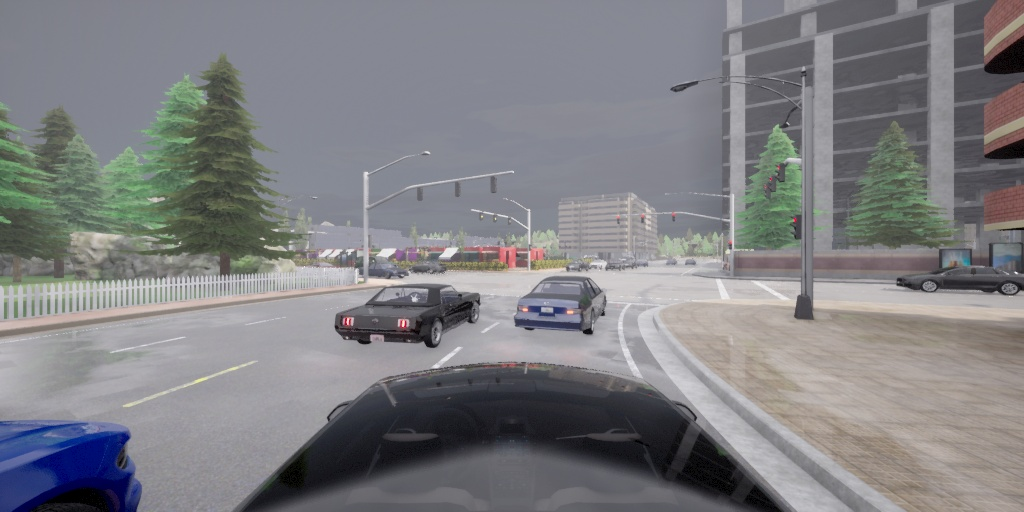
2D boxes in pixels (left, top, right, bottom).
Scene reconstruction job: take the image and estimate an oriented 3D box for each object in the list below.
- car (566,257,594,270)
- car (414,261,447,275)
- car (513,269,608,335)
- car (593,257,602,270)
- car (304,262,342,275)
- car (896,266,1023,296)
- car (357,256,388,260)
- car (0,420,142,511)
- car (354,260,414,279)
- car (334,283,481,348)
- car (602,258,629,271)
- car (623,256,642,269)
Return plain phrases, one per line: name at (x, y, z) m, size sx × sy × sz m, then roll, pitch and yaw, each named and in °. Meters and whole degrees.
car at (8.528, 1.241, 46.358) m, size 2.128 × 1.511 × 4.902 m, roll 0°, pitch 0°, yaw 30°
car at (-9.515, 1.297, 40.124) m, size 4.902 × 1.511 × 2.128 m, roll 0°, pitch 0°, yaw 30°
car at (1.679, 1.297, 10.673) m, size 2.033 × 1.411 × 5.357 m, roll 0°, pitch 0°, yaw 20°
car at (13.104, 1.276, 54.366) m, size 1.812 × 1.442 × 4.674 m, roll 0°, pitch 0°, yaw 30°
car at (-20.056, 1.331, 37.922) m, size 4.674 × 1.442 × 1.812 m, roll 0°, pitch 0°, yaw 30°
car at (25.042, 1.310, 20.059) m, size 4.892 × 1.490 × 1.837 m, roll 0°, pitch 0°, yaw 30°
car at (-14.661, 1.027, 38.837) m, size 5.566 × 2.045 × 2.150 m, roll 0°, pitch 0°, yaw 30°
car at (-3.214, 1.228, 0.137) m, size 1.882 × 1.535 × 5.008 m, roll 0°, pitch 0°, yaw -2°
car at (-12.023, 1.353, 33.242) m, size 5.357 × 1.411 × 2.033 m, roll 0°, pitch 0°, yaw 31°
car at (-2.256, 1.351, 9.317) m, size 1.895 × 1.301 × 4.718 m, roll 0°, pitch 0°, yaw 11°
car at (14.274, 1.314, 49.342) m, size 1.994 × 1.385 × 4.181 m, roll 0°, pitch 0°, yaw 30°
car at (18.705, 1.241, 57.086) m, size 2.128 × 1.511 × 4.902 m, roll 0°, pitch 0°, yaw 30°
